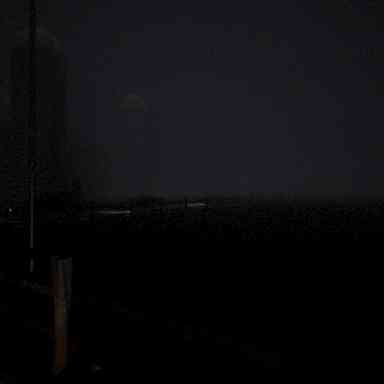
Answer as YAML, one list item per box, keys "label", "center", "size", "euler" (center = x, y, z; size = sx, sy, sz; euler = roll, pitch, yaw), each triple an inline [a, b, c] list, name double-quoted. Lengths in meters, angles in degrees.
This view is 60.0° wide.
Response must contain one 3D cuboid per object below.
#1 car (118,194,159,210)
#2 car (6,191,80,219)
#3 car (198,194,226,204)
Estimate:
- label: "car"
  center: [-5.570, 1.042, 35.058]
  size: [1.882, 1.535, 5.008]
  euler: [1, 2, 35]
- label: "car"
  center: [-11.617, 0.936, 26.470]
  size: [2.150, 2.045, 5.566]
  euler: [1, 1, 35]
- label: "car"
  center: [2.870, 0.961, 46.994]
  size: [1.895, 1.301, 4.718]
  euler: [1, 1, 35]
